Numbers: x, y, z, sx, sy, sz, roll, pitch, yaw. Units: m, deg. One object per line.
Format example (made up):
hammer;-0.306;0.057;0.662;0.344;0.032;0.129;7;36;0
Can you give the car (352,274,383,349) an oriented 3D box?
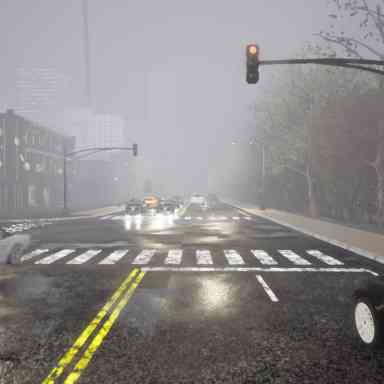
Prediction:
car;3.396;1.477;3.207;1.882;1.535;5.008;0;0;1

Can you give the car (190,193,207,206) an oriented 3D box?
car;0.946;1.204;55.479;2.150;2.045;5.566;0;0;1

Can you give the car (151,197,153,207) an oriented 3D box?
car;-5.886;1.462;45.876;1.882;1.535;5.008;0;0;1

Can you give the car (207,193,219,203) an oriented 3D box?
car;4.359;1.480;66.162;1.837;1.490;4.892;0;0;1

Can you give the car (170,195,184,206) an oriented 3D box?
car;-2.473;1.332;56.490;2.097;1.767;4.553;0;0;1

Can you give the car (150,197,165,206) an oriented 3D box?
car;-5.716;1.544;55.927;1.994;1.385;4.181;0;0;2

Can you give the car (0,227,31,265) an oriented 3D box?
car;-6.269;1.599;8.844;1.895;1.301;4.718;0;0;-1

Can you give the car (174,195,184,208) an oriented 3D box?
car;-2.631;1.476;46.199;2.128;1.511;4.902;0;0;1

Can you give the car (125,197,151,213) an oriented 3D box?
car;-6.048;1.480;36.364;2.128;1.511;4.902;0;0;-1

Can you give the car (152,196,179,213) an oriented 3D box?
car;-2.831;1.480;36.692;2.128;1.511;4.902;0;0;-2
